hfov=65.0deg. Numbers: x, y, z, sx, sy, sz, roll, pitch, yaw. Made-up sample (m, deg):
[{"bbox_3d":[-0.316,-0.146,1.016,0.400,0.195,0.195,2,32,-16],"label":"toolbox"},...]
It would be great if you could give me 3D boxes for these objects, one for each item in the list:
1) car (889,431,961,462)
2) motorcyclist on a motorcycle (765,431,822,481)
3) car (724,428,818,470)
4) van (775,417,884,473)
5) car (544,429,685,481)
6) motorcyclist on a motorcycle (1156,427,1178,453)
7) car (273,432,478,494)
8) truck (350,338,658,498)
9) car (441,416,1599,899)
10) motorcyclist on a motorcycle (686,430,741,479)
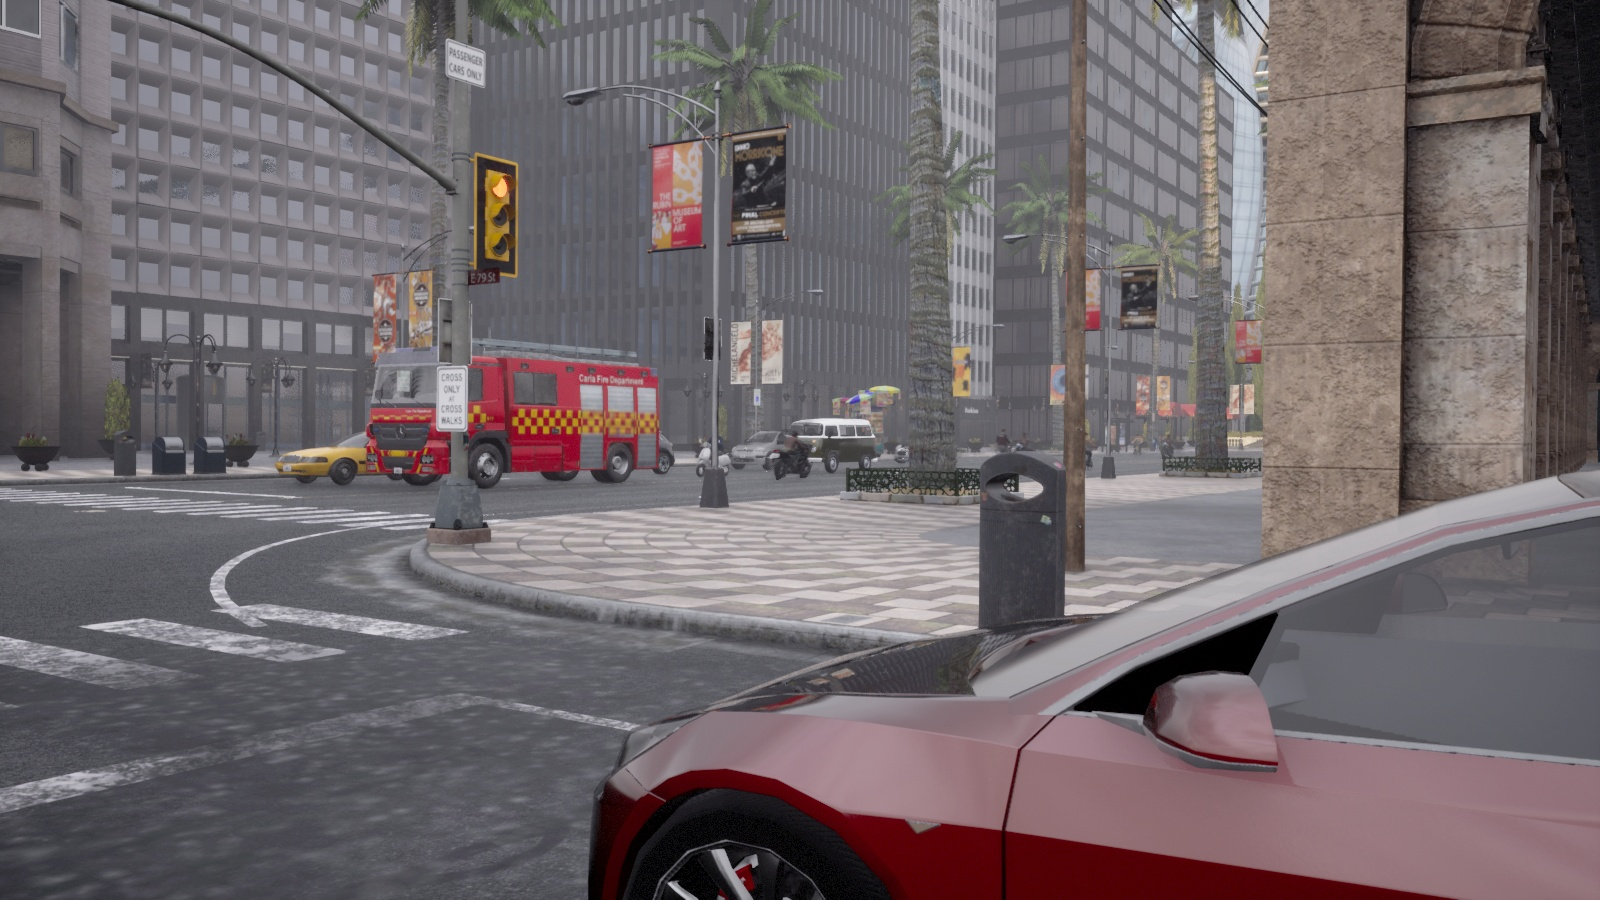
[{"bbox_3d":[6.174,-0.201,61.703,1.970,1.475,3.806,0,1,33],"label":"car"},{"bbox_3d":[-0.188,0.178,39.325,0.797,1.523,2.044,0,1,33],"label":"motorcyclist on a motorcycle"},{"bbox_3d":[-1.123,-0.051,50.605,1.851,1.617,3.988,0,1,34],"label":"car"},{"bbox_3d":[1.180,-0.208,47.746,2.069,2.038,4.480,0,1,33],"label":"van"},{"bbox_3d":[-6.252,0.133,42.845,2.033,1.649,4.856,0,1,34],"label":"car"},{"bbox_3d":[24.410,-0.680,83.538,0.766,1.649,2.350,0,1,33],"label":"motorcyclist on a motorcycle"},{"bbox_3d":[-11.593,0.301,34.719,1.801,1.575,5.366,0,1,34],"label":"car"},{"bbox_3d":[-7.730,-0.831,34.274,2.891,3.827,8.468,0,1,33],"label":"truck"},{"bbox_3d":[1.788,0.681,2.457,4.792,1.488,2.163,0,1,33],"label":"car"},{"bbox_3d":[-2.858,0.142,41.631,0.866,1.590,1.817,0,1,33],"label":"motorcyclist on a motorcycle"}]
